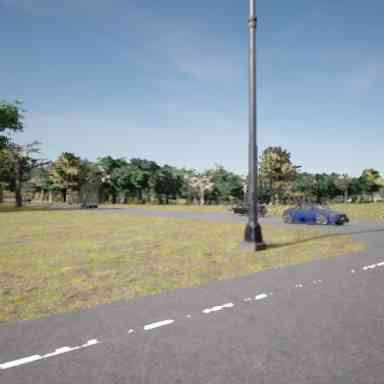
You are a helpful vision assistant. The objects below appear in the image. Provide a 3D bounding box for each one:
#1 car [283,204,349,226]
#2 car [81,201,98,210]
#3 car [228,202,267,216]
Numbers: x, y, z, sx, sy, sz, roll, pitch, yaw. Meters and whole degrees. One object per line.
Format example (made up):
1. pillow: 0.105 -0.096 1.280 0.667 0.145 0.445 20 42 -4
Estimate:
1. car: 8.142 1.493 22.172 1.994 1.385 4.181 3 -3 -36
2. car: -18.346 2.380 59.372 2.033 1.411 5.357 2 -2 -32
3. car: 6.108 1.932 36.998 1.837 1.490 4.892 2 -2 -36
